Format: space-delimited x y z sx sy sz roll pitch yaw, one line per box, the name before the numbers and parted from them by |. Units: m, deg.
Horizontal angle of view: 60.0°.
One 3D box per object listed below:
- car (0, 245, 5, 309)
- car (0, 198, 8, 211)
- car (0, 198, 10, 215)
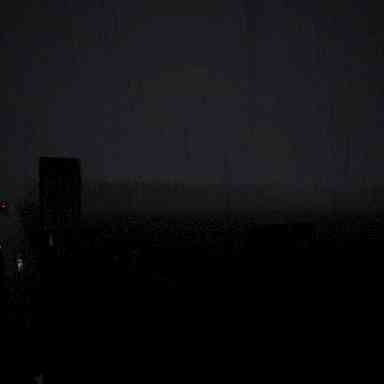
car | -4.732 1.567 6.377 1.994 1.385 4.181 0 0 -29
car | -24.486 1.533 42.382 1.812 1.442 4.674 0 0 -29
car | -19.471 1.537 33.347 1.812 1.442 4.674 0 0 -28
